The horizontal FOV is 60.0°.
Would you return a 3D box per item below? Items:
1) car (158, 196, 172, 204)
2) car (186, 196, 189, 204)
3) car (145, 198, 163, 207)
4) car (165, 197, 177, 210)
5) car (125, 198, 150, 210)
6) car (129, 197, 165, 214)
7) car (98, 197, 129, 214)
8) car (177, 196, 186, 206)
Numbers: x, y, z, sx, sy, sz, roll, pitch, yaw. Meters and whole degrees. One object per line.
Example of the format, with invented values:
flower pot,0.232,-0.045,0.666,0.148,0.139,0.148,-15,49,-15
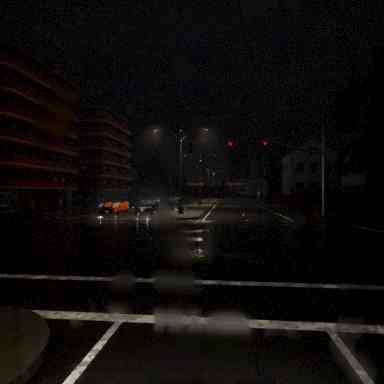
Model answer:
car,-5.089,1.564,63.865,1.994,1.385,4.181,0,0,6
car,-1.657,1.505,63.030,1.837,1.490,4.892,0,0,7
car,-6.146,1.601,53.890,1.895,1.301,4.718,0,0,6
car,-3.653,1.601,44.081,1.895,1.301,4.718,0,0,6
car,-7.139,1.545,44.359,2.033,1.411,5.357,0,0,6
car,-4.605,1.491,34.871,2.128,1.511,4.902,0,0,6
car,-8.120,1.352,34.941,2.097,1.767,4.553,0,0,6
car,-2.706,1.491,53.127,2.128,1.511,4.902,0,0,6
